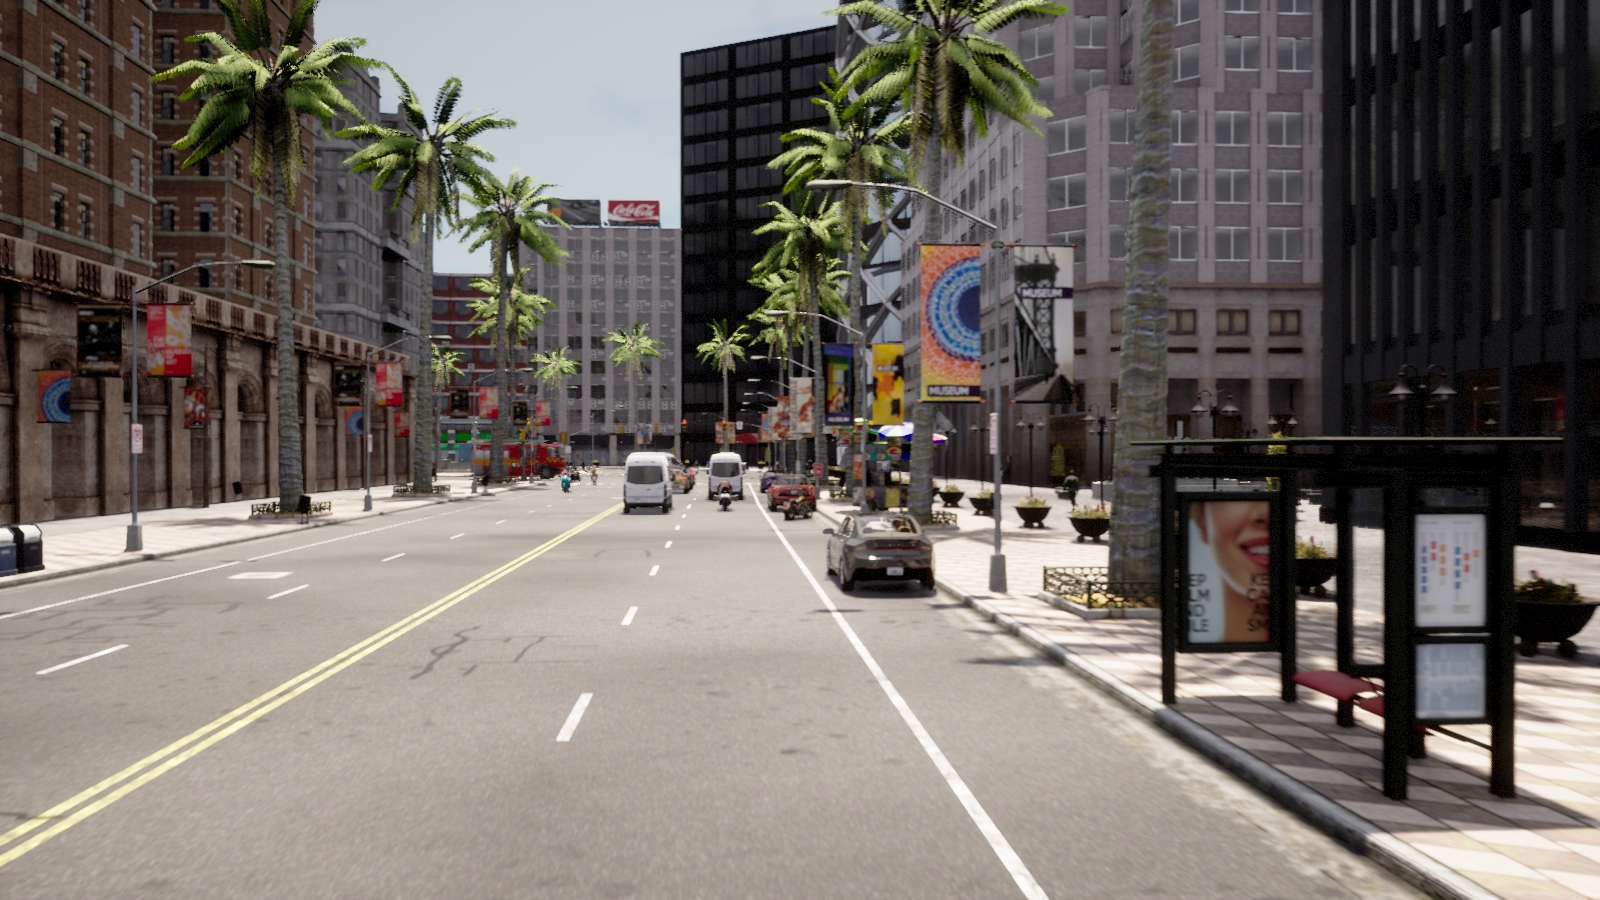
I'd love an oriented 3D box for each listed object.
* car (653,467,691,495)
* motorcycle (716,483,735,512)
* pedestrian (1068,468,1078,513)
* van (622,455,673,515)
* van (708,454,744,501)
[{"bbox_3d":[-8.269,1.995,74.239,2.152,1.651,5.027,0,0,-3],"label":"car"},{"bbox_3d":[-3.484,2.207,53.121,0.867,1.251,2.209,0,0,-4],"label":"motorcycle"},{"bbox_3d":[11.459,1.707,48.018,0.375,1.860,0.375,0,0,7],"label":"pedestrian"},{"bbox_3d":[-6.976,1.537,52.813,1.988,2.561,5.915,0,0,-4],"label":"van"},{"bbox_3d":[-4.293,1.536,66.196,1.988,2.561,5.915,0,0,-3],"label":"van"}]
